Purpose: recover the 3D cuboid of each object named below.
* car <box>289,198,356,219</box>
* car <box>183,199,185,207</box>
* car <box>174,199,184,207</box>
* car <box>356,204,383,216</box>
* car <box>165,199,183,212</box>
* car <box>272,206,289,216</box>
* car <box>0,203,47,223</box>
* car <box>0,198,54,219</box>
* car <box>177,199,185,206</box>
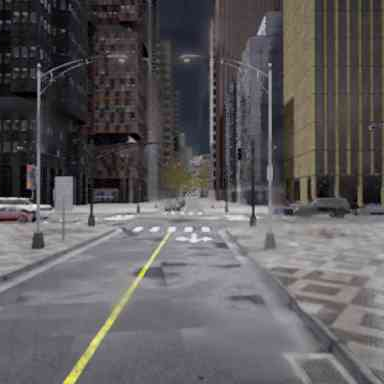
[{"bbox_3d":[13.279,1.637,34.142,5.566,2.045,2.150,0,-1,1],"label":"car"},{"bbox_3d":[-2.740,2.182,59.052,2.128,1.511,4.902,0,-1,1],"label":"car"},{"bbox_3d":[-2.628,2.311,69.237,1.837,1.490,4.892,0,-1,0],"label":"car"},{"bbox_3d":[20.134,2.021,37.321,4.181,1.385,1.994,0,-1,0],"label":"car"},{"bbox_3d":[-2.808,1.925,49.004,2.097,1.767,4.553,0,-1,0],"label":"car"},{"bbox_3d":[11.320,2.046,37.408,4.718,1.301,1.895,0,-1,1],"label":"car"},{"bbox_3d":[-14.868,1.882,27.712,4.181,1.385,1.994,0,-1,1],"label":"car"},{"bbox_3d":[-15.828,1.571,30.972,5.566,2.045,2.150,0,-1,1],"label":"car"},{"bbox_3d":[-2.584,2.410,79.613,1.882,1.535,5.008,0,-1,0],"label":"car"}]
